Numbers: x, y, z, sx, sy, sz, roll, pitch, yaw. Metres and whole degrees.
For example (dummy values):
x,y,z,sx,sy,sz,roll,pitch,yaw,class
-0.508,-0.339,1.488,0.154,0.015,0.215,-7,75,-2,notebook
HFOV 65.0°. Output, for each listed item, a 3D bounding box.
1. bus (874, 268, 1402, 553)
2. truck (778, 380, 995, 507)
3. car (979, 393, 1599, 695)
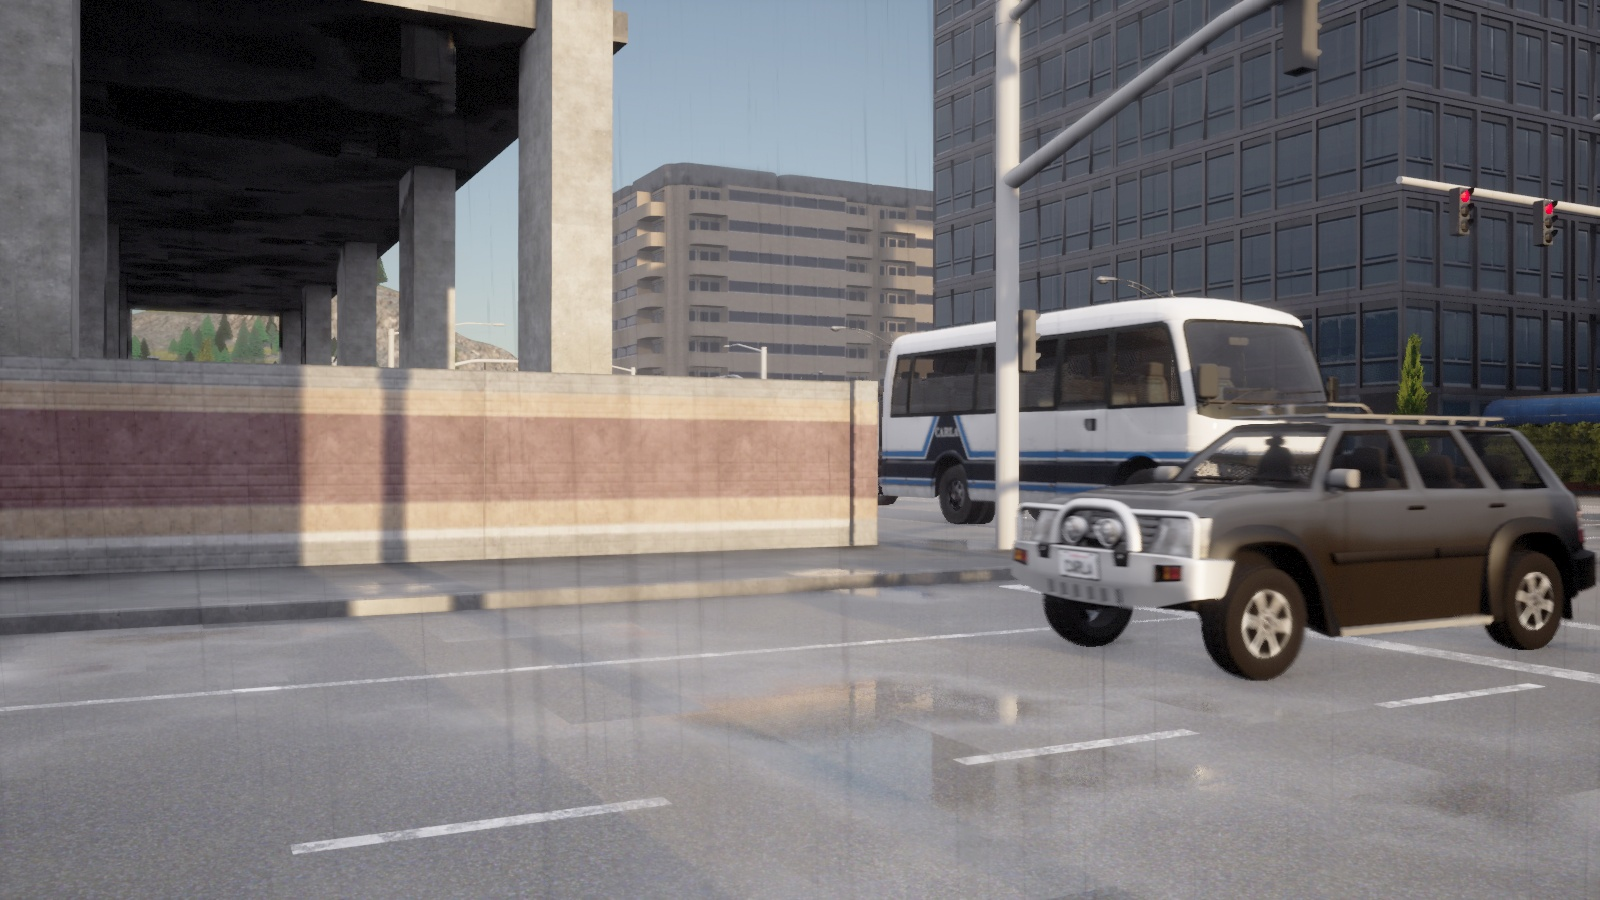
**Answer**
x,y,z,sx,sy,sz,roll,pitch,yaw,class
5.746,-0.585,24.237,3.944,4.253,10.273,0,0,-27,bus
2.400,-0.147,38.349,2.891,3.462,7.936,0,0,-27,truck
3.833,0.577,9.617,4.605,1.855,1.932,0,0,-28,car
